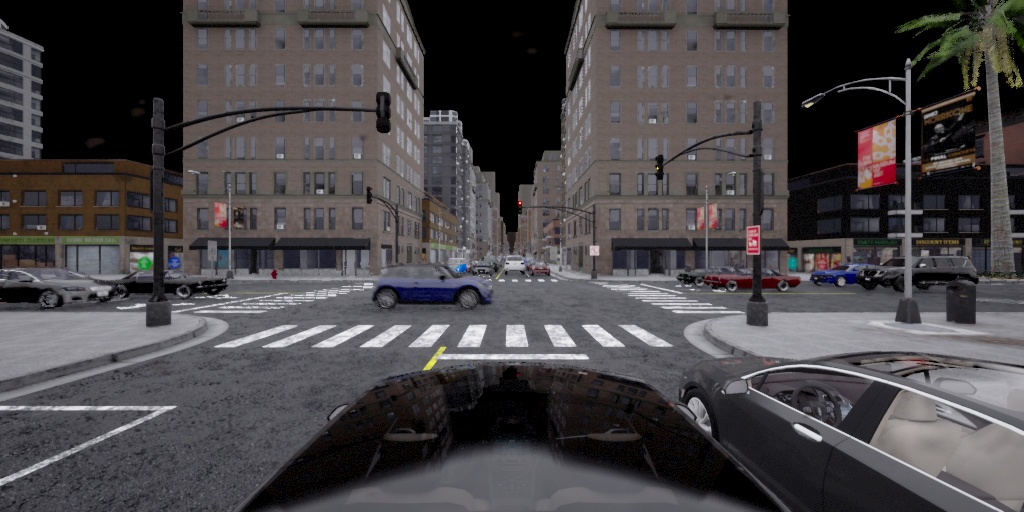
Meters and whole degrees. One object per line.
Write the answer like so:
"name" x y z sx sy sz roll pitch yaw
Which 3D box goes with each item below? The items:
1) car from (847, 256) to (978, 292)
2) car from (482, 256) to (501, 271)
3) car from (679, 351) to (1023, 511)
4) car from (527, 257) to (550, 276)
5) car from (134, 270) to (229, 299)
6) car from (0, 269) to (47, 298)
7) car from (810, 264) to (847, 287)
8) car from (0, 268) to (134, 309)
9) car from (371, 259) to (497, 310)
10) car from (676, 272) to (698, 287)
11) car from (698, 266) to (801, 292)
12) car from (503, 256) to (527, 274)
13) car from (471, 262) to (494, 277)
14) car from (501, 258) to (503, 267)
"car" 23.611 1.007 21.022 5.566 2.045 2.150 0 0 0
"car" -2.896 0.974 45.880 2.150 2.045 5.566 0 0 0
"car" 2.669 1.300 2.246 2.007 1.370 4.403 0 0 0
"car" 2.825 1.192 36.895 1.967 1.591 4.097 0 0 0
"car" -16.669 1.326 17.378 4.718 1.301 1.895 0 0 -1
"car" -26.072 1.311 17.324 4.718 1.301 1.895 0 0 0
"car" 23.058 1.258 24.268 5.008 1.535 1.882 0 0 0
"car" -18.565 1.218 14.112 4.902 1.511 2.128 0 0 0
"car" -3.013 1.102 14.189 4.553 1.767 2.097 0 0 0
"car" 13.739 1.365 24.223 4.718 1.301 1.895 0 0 0
"car" 13.857 1.370 20.974 4.718 1.301 1.895 0 0 0
"car" 0.292 0.975 41.654 2.150 2.045 5.566 0 0 0
"car" -2.945 1.316 36.572 1.994 1.385 4.181 0 0 0
"car" -2.847 1.354 55.671 1.895 1.301 4.718 0 0 0
